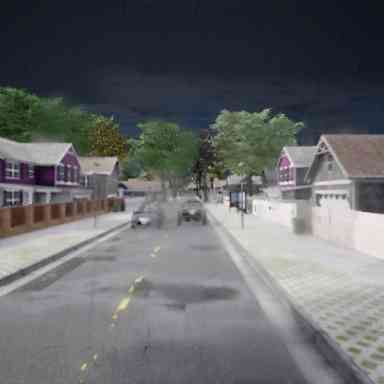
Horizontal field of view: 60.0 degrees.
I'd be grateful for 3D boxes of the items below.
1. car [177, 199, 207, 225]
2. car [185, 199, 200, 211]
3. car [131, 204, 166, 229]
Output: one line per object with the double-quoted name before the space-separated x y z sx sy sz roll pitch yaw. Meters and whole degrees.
"car" 0.032 1.413 24.537 2.097 1.767 4.553 0 0 1
"car" 0.084 1.636 43.555 1.812 1.442 4.674 0 0 0
"car" -2.780 1.548 22.022 2.128 1.511 4.902 0 0 0
